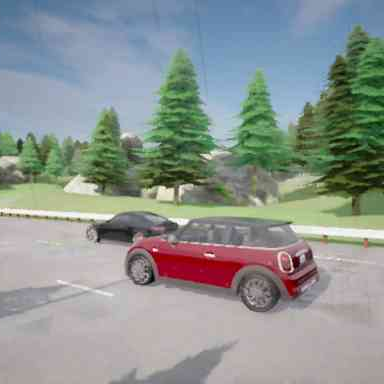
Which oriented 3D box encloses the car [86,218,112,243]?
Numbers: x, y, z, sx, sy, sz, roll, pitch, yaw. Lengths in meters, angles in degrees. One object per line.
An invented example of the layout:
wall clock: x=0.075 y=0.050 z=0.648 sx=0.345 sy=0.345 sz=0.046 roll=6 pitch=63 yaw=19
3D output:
car: x=-2.585 y=1.547 z=14.442 sx=4.674 sy=1.442 sz=1.812 roll=0 pitch=0 yaw=36

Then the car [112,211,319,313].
car: x=0.497 y=1.361 z=7.934 sx=4.553 sy=1.767 sz=2.097 roll=0 pitch=0 yaw=36
